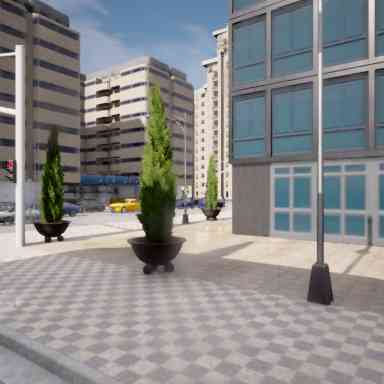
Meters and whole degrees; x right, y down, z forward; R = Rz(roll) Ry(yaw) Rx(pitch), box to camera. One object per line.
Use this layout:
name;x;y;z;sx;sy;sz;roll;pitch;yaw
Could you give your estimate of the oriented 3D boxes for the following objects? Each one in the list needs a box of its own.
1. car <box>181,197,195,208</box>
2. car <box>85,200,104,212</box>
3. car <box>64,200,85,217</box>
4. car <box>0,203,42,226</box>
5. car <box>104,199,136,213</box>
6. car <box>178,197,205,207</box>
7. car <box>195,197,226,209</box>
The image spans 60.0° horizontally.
car;-1.383;1.581;45.911;1.812;1.442;4.674;0;0;35
car;-11.806;1.619;37.283;1.994;1.385;4.181;0;0;35
car;-12.488;1.581;30.236;1.812;1.442;4.674;0;0;35
car;-12.299;1.656;24.109;1.895;1.301;4.718;0;0;36
car;-7.163;1.533;37.783;1.882;1.535;5.008;0;0;35
car;-0.023;1.581;53.833;1.812;1.442;4.674;0;0;36
car;2.876;1.408;45.558;2.097;1.767;4.553;0;0;35
